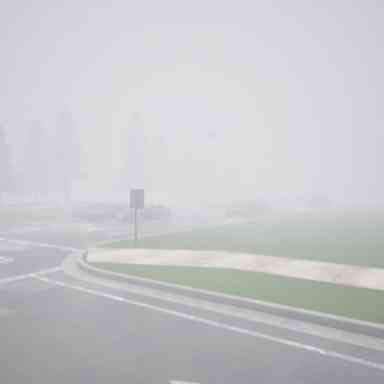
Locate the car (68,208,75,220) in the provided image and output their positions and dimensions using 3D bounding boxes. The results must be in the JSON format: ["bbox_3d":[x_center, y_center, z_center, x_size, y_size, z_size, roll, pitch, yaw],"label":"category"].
[{"bbox_3d":[-8.807,1.681,30.127,2.128,1.511,4.902,-1,0,36],"label":"car"}]

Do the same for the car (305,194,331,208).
[{"bbox_3d":[19.719,1.330,51.163,2.150,2.045,5.566,-1,-1,37],"label":"car"}]

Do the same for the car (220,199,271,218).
[{"bbox_3d":[5.149,1.654,31.411,2.033,1.411,5.357,-1,0,36],"label":"car"}]

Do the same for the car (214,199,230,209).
[{"bbox_3d":[5.460,1.651,43.668,2.128,1.511,4.902,-1,0,36],"label":"car"}]

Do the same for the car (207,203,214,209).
[{"bbox_3d":[4.016,1.787,47.614,1.895,1.301,4.718,-1,0,36],"label":"car"}]

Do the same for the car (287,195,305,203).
[{"bbox_3d":[17.726,1.284,54.337,1.837,1.490,4.892,-1,0,36],"label":"car"}]

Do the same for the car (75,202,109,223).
[{"bbox_3d":[-6.480,1.710,27.380,2.033,1.411,5.357,-1,0,36],"label":"car"}]

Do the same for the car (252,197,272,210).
[{"bbox_3d":[8.228,1.486,41.524,2.097,1.767,4.553,-1,0,36],"label":"car"}]

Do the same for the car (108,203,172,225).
[{"bbox_3d":[-3.586,1.627,25.409,2.128,1.511,4.902,-1,0,36],"label":"car"}]
